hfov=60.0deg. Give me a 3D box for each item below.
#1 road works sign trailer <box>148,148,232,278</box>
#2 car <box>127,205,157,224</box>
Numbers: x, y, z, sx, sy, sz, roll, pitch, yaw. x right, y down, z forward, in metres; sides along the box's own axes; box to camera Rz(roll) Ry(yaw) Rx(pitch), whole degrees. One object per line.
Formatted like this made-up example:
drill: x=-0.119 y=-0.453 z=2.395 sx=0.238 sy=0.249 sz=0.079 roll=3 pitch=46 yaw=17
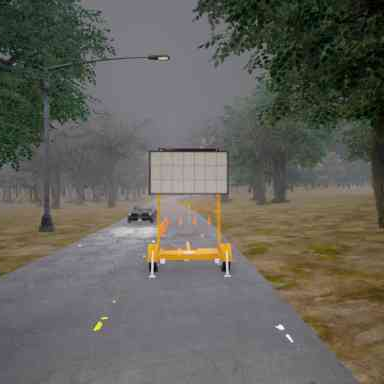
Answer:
road works sign trailer: x=-0.097 y=0.475 z=10.220 sx=2.380 sy=3.560 sz=2.880 roll=0 pitch=0 yaw=-2
car: x=-3.737 y=1.638 z=25.286 sx=1.895 sy=1.301 sz=4.718 roll=0 pitch=0 yaw=-3
